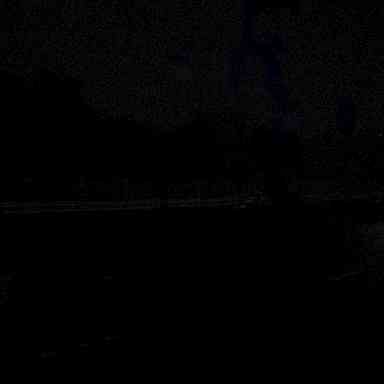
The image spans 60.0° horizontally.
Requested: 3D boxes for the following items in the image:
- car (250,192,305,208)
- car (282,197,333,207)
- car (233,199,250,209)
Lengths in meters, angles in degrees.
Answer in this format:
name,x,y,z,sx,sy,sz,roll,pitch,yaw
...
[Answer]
name,x,y,z,sx,sy,sz,roll,pitch,yaw
car,8.507,1.068,31.193,5.566,2.045,2.150,-1,1,-34
car,10.497,1.396,28.318,5.357,1.411,2.033,-1,1,-34
car,6.287,1.374,33.899,4.674,1.442,1.812,-1,1,-34
